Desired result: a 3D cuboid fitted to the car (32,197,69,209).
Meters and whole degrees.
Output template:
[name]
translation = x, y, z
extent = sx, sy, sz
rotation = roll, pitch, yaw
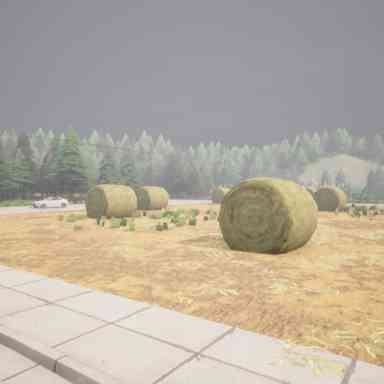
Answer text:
[car]
translation = -18.441, 1.391, 43.483
extent = 1.812, 1.442, 4.674
rotation = 0, 0, 36
